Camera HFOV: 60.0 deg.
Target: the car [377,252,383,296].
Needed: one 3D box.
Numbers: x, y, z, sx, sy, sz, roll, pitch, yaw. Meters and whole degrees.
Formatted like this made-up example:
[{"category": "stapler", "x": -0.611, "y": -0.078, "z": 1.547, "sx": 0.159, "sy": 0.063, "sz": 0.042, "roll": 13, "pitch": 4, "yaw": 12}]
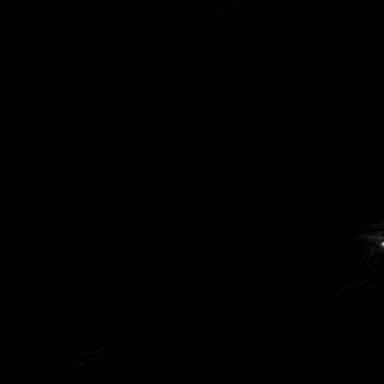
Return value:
[{"category": "car", "x": 6.218, "y": 1.454, "z": 7.348, "sx": 4.553, "sy": 1.767, "sz": 2.097, "roll": 1, "pitch": 0, "yaw": -32}]
